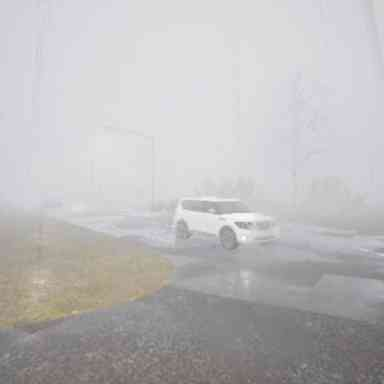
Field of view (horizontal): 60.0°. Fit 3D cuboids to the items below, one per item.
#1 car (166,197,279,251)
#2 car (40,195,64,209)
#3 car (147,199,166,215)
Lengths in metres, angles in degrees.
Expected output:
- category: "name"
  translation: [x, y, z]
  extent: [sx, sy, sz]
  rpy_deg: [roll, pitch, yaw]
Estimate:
- category: "car"
  translation: [1.265, 1.251, 14.908]
  extent: [2.150, 2.045, 5.566]
  rpy_deg: [0, 0, -34]
- category: "car"
  translation: [-18.810, 1.455, 44.833]
  extent: [2.033, 1.411, 5.357]
  rpy_deg: [0, 0, -34]
- category: "car"
  translation: [-2.766, 1.470, 33.418]
  extent: [1.882, 1.535, 5.008]
  rpy_deg: [0, 0, -34]
